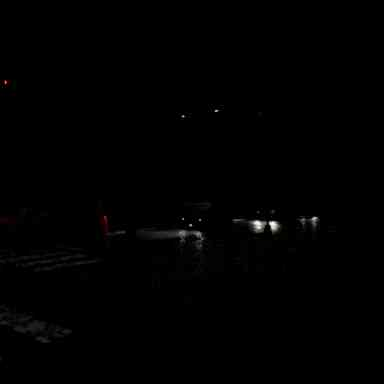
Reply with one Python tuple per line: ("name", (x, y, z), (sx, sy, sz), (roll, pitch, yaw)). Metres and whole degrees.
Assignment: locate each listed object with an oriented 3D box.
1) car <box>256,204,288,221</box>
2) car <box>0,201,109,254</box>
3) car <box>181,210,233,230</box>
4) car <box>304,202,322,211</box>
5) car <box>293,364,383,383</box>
("car", (8.570, 2.077, 35.359), (2.097, 1.767, 4.553), (0, -1, 36))
("car", (-6.415, 1.423, 14.925), (2.150, 2.045, 5.566), (0, -1, 40))
("car", (1.203, 2.059, 25.012), (1.895, 1.301, 4.718), (0, -1, 35))
("car", (17.443, 2.200, 47.688), (1.837, 1.490, 4.892), (0, -1, 35))
("car", (2.391, 1.551, 1.247), (4.403, 1.369, 2.008), (0, 0, 36))
